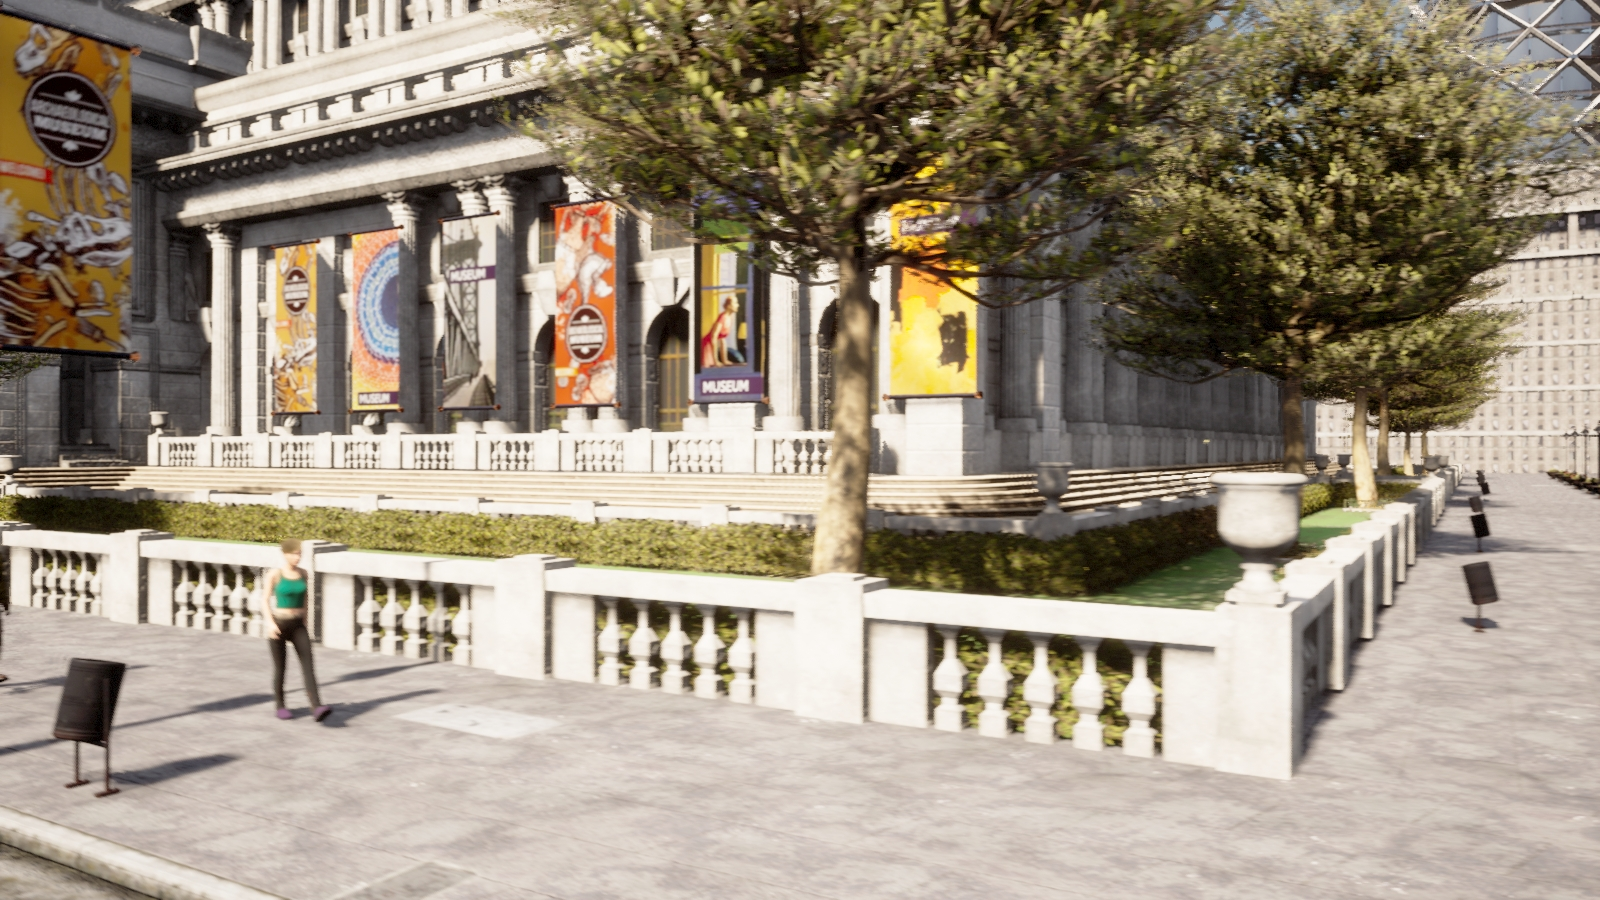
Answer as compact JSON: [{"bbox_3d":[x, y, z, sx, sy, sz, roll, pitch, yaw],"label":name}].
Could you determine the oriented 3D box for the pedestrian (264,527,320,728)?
[{"bbox_3d":[-4.922,1.697,11.067,0.375,1.860,0.375,0,0,43],"label":"pedestrian"}]

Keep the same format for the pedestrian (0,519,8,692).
[{"bbox_3d":[-8.898,1.695,12.430,0.375,1.860,0.375,0,0,40],"label":"pedestrian"}]
